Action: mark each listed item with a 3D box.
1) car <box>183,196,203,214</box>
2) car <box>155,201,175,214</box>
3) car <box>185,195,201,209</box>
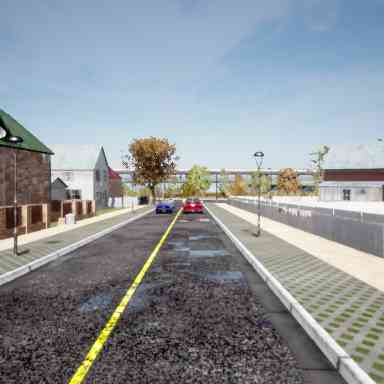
[{"bbox_3d":[0.096,1.346,35.347,2.097,1.767,4.553,0,0,0],"label":"car"},{"bbox_3d":[-2.799,1.594,35.152,1.895,1.301,4.718,0,0,1],"label":"car"},{"bbox_3d":[0.098,1.355,45.108,2.097,1.767,4.553,0,0,0],"label":"car"}]
